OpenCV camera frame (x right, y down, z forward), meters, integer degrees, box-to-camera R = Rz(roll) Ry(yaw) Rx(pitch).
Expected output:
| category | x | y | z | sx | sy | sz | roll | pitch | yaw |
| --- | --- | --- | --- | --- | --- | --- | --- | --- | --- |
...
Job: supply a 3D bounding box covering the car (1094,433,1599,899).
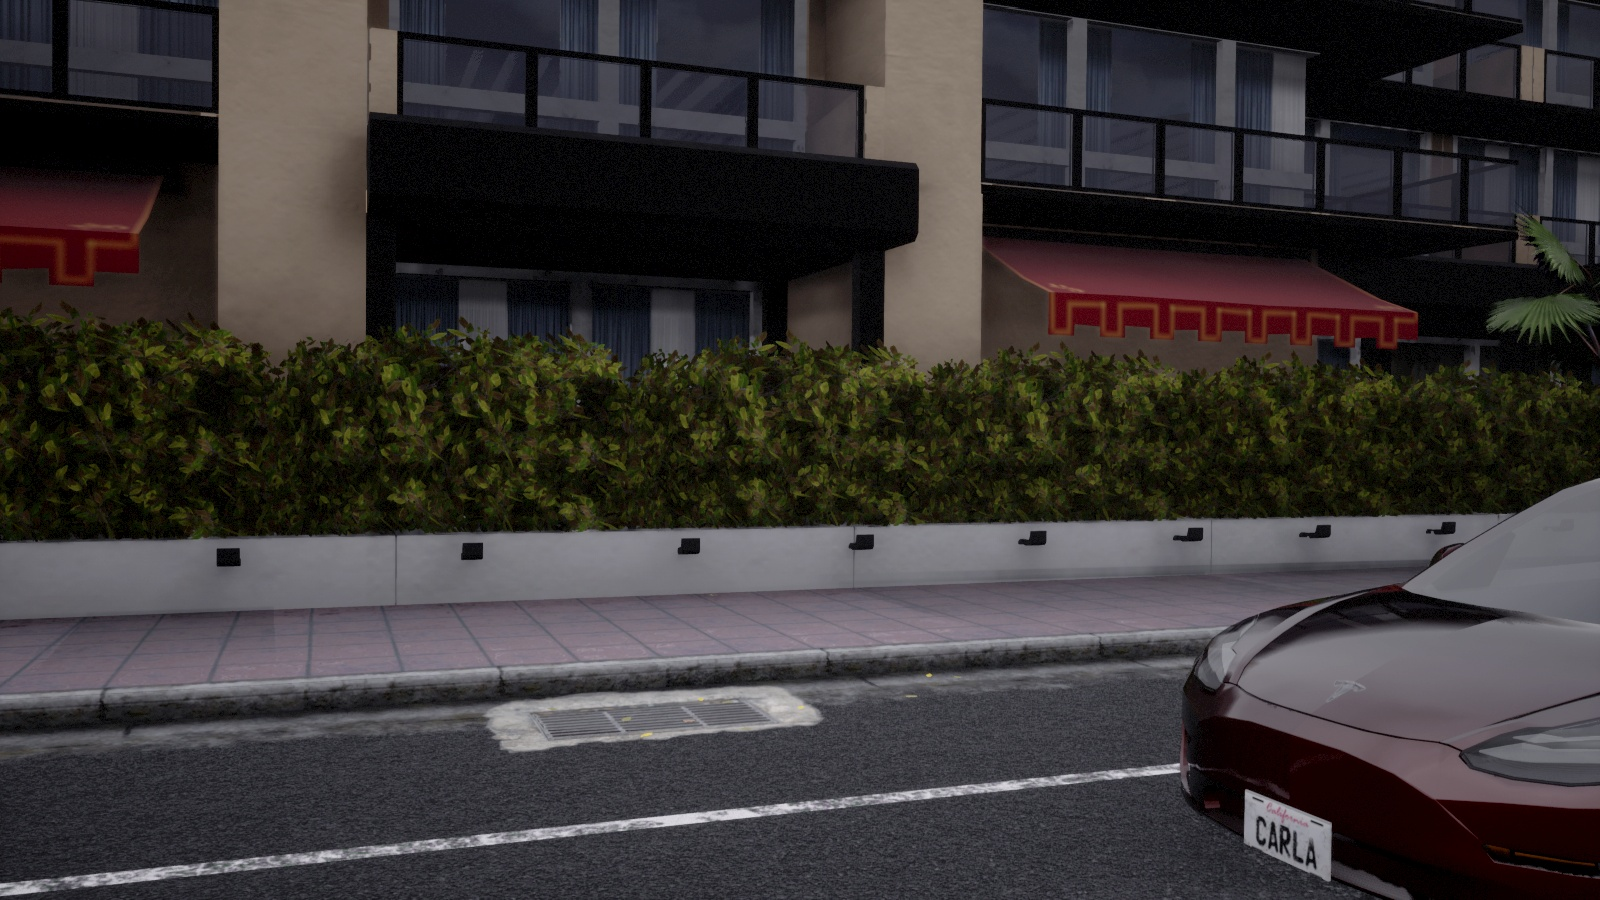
| category | x | y | z | sx | sy | sz | roll | pitch | yaw |
| --- | --- | --- | --- | --- | --- | --- | --- | --- | --- |
| car | 3.760 | 0.681 | 4.671 | 4.792 | 1.488 | 2.163 | -1 | 1 | -21 |
